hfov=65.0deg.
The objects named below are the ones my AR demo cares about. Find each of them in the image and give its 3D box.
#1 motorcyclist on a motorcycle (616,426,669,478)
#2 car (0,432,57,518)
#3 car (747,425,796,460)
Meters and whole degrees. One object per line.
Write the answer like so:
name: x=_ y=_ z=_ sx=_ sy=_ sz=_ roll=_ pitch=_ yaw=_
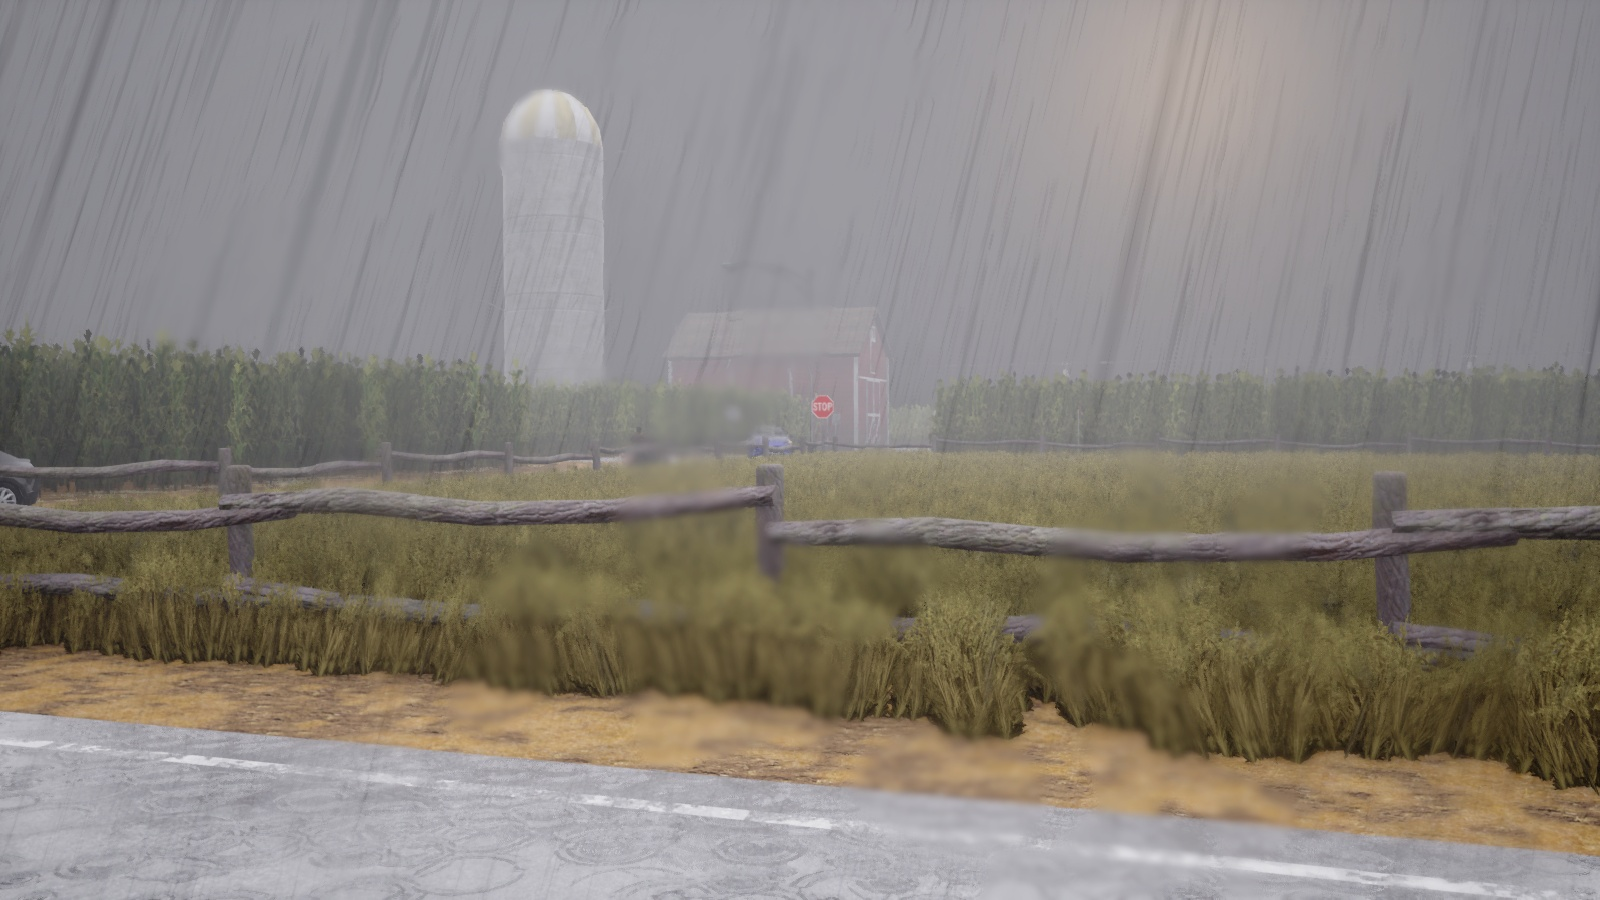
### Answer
motorcyclist on a motorcycle: x=-5.101 y=0.033 z=40.960 sx=0.766 sy=1.649 sz=2.350 roll=1 pitch=1 yaw=19
car: x=-15.187 y=0.441 z=20.839 sx=1.837 sy=1.490 sz=4.892 roll=1 pitch=1 yaw=19
car: x=-1.341 y=-0.377 z=57.322 sx=2.007 sy=1.525 sz=4.514 roll=0 pitch=1 yaw=-4
